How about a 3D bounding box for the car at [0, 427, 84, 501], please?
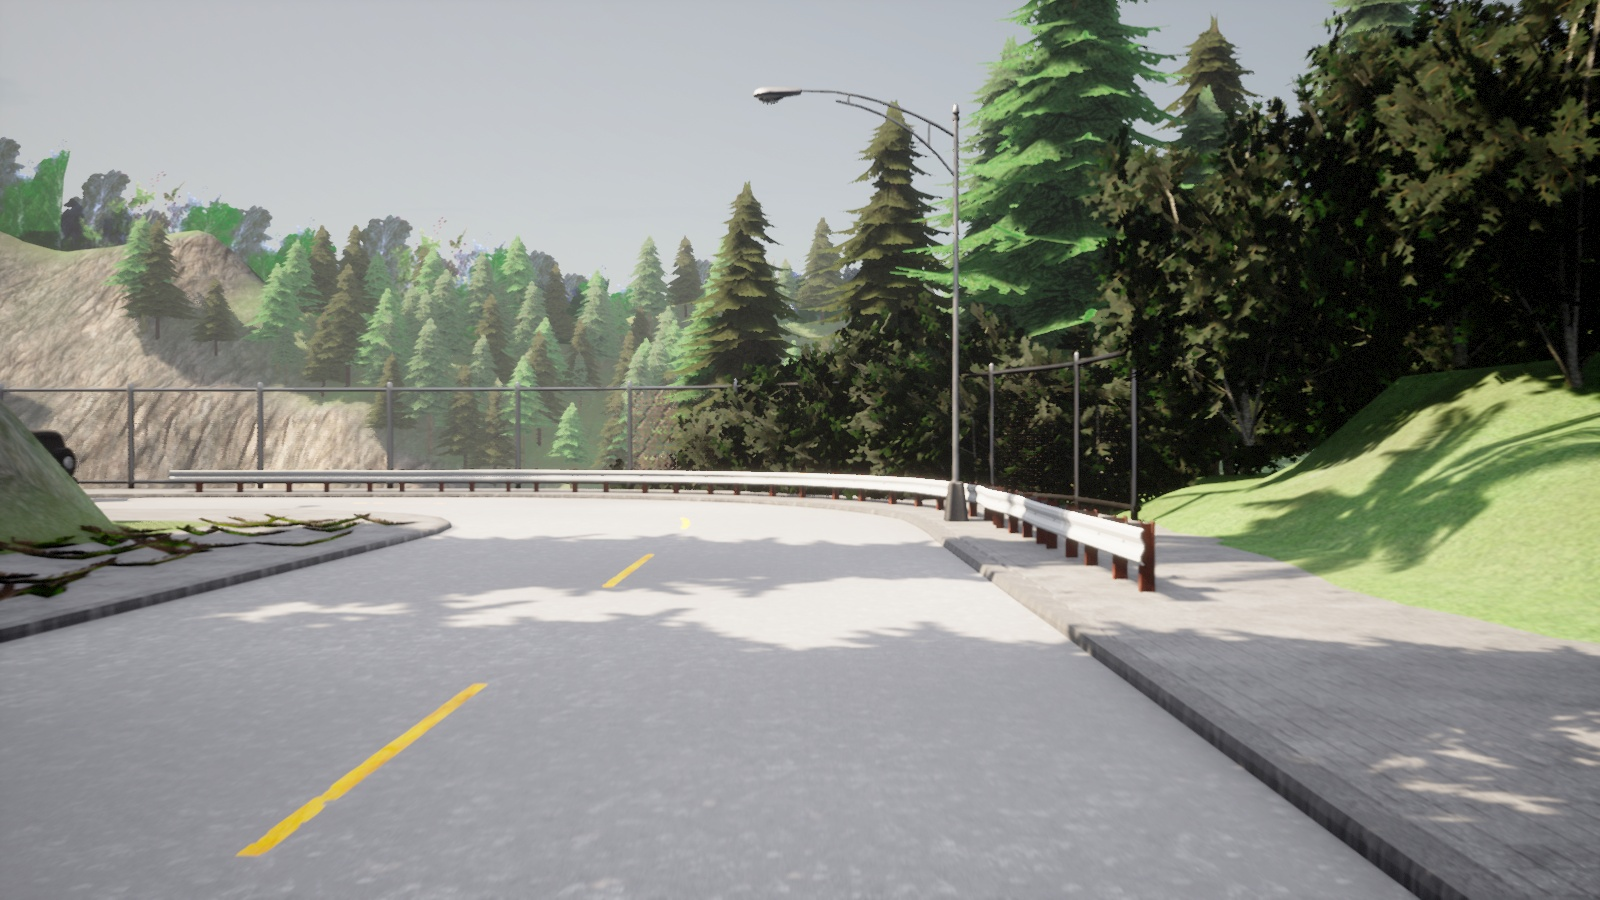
[{"bbox_3d":[-21.213,0.361,32.857,3.866,1.878,1.905,0,0,0],"label":"car"}]
